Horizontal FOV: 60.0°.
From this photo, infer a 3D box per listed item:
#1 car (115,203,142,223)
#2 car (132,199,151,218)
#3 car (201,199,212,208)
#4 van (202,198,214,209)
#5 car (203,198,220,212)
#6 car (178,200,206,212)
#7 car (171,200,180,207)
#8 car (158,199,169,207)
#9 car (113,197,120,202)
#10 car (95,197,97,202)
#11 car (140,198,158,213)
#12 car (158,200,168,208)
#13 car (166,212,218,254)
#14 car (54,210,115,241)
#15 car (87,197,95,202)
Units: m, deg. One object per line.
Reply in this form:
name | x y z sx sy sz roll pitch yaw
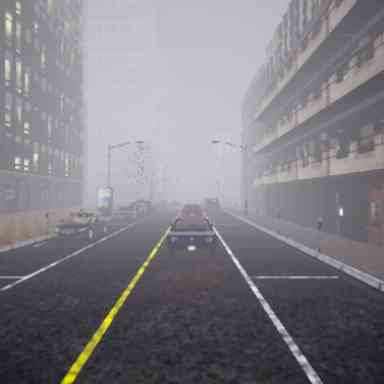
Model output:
car | -5.702 1.851 28.530 1.802 1.307 4.206 0 -1 0
car | -5.705 1.762 34.082 1.967 1.590 4.097 0 -1 0
car | 2.666 2.032 61.839 1.967 1.590 4.097 0 -1 0
van | 2.668 1.878 56.290 1.690 1.788 3.998 0 -1 0
car | 2.672 1.744 45.188 2.192 1.841 5.009 0 -1 0
car | -0.006 1.756 29.487 1.882 1.535 5.008 0 0 0
car | -3.041 2.243 66.049 1.895 1.301 4.718 0 -1 0
car | -5.716 2.209 67.080 1.947 1.339 4.313 0 -1 0
car | -22.063 2.000 90.187 4.829 1.417 1.752 1 -1 -1
car | -27.508 1.937 90.036 4.313 1.339 1.947 1 -1 -1
car | -5.706 1.690 39.634 2.192 1.841 5.009 0 -1 0
car | -5.714 2.158 61.834 1.947 1.339 4.313 0 -1 0
car | -0.004 1.734 14.111 1.895 1.301 4.718 0 0 0
car | -5.699 1.715 17.428 2.008 1.369 4.403 0 -1 0
car | -27.398 1.630 81.663 5.009 1.841 2.192 1 -2 -1
